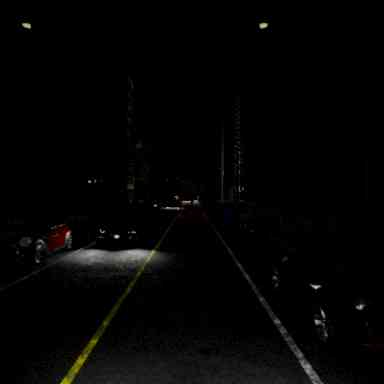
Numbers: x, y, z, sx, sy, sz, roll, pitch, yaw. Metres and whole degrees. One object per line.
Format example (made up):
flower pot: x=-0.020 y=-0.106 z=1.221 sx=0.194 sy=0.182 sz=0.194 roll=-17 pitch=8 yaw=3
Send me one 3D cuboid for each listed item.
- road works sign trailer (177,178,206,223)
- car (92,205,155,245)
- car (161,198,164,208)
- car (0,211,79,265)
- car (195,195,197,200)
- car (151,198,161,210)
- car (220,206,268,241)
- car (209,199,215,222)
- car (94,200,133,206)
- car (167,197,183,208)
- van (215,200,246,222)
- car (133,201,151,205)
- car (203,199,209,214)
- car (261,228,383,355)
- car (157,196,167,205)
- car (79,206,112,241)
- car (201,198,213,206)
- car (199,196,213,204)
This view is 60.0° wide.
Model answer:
road works sign trailer: x=-0.015 y=0.654 z=27.331 sx=2.380 sy=3.560 sz=2.880 roll=0 pitch=0 yaw=0
car: x=-3.109 y=1.616 z=16.157 sx=1.837 sy=1.490 sz=4.892 roll=0 pitch=0 yaw=0
car: x=-5.789 y=1.945 z=51.018 sx=1.802 sy=1.307 sz=4.206 roll=0 pitch=0 yaw=0
car: x=-5.768 y=1.521 z=11.754 sx=1.967 sy=1.590 sz=4.097 roll=0 pitch=0 yaw=0
car: x=2.716 y=1.982 z=90.300 sx=2.192 sy=1.841 sz=5.009 roll=0 pitch=0 yaw=0
car: x=-5.786 y=1.872 z=45.409 sx=2.008 sy=1.369 sz=4.403 roll=0 pitch=0 yaw=0
car: x=2.754 y=1.665 z=17.383 sx=1.887 sy=1.381 sz=4.507 roll=0 pitch=0 yaw=0
car: x=2.748 y=1.639 z=28.601 sx=1.967 sy=1.590 sz=4.097 roll=0 pitch=0 yaw=0
car: x=-5.773 y=1.474 z=22.974 sx=2.192 sy=1.841 sz=5.009 roll=0 pitch=0 yaw=0
car: x=-3.089 y=1.976 z=57.519 sx=1.994 sy=1.385 sz=4.181 roll=0 pitch=0 yaw=0
van: x=2.751 y=1.501 z=22.993 sx=1.690 sy=1.788 sz=3.998 roll=0 pitch=0 yaw=0
car: x=-5.780 y=1.805 z=34.191 sx=1.947 sy=1.339 sz=4.313 roll=0 pitch=0 yaw=0
car: x=2.742 y=1.846 z=39.818 sx=1.947 sy=1.339 sz=4.313 roll=0 pitch=0 yaw=0
car: x=2.760 y=1.609 z=6.164 sx=1.947 sy=1.339 sz=4.313 roll=0 pitch=0 yaw=0
car: x=-5.792 y=1.930 z=56.458 sx=1.752 sy=1.417 sz=4.829 roll=0 pitch=0 yaw=0
car: x=-5.771 y=1.671 z=17.363 sx=2.008 sy=1.369 sz=4.403 roll=0 pitch=0 yaw=0
car: x=2.736 y=1.946 z=51.036 sx=1.802 sy=1.307 sz=4.206 roll=0 pitch=0 yaw=0
car: x=2.733 y=1.722 z=56.646 sx=2.192 sy=1.841 sz=5.009 roll=0 pitch=0 yaw=0
